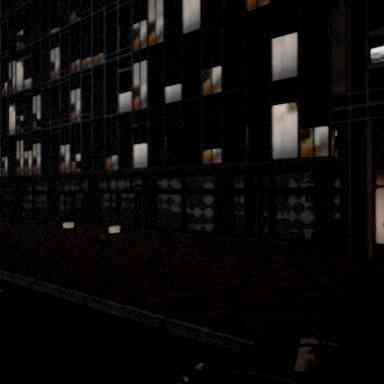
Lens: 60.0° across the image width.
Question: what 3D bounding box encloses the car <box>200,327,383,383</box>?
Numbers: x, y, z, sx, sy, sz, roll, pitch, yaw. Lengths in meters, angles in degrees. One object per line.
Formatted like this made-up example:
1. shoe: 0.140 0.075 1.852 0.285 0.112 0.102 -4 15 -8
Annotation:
1. car: 1.796 1.440 1.716 4.097 1.590 1.967 0 0 36
